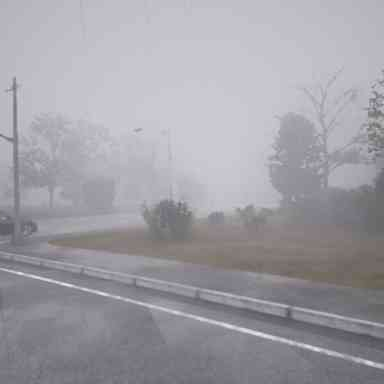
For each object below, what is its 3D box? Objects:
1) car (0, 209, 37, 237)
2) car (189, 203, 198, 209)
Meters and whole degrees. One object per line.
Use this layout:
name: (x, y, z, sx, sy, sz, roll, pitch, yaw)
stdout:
car: (-11.174, 1.729, 18.678, 2.097, 1.767, 4.553, -3, -2, 35)
car: (-0.898, 2.286, 47.525, 1.994, 1.385, 4.181, -3, -2, 32)
